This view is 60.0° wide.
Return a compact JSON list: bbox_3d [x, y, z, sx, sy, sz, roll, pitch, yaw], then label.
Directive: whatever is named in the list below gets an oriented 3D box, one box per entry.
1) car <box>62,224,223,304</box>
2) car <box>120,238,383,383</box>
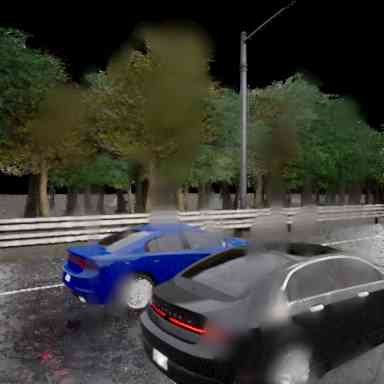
[{"bbox_3d":[-0.359,1.486,7.791,5.008,1.535,1.882,0,0,-35],"label":"car"},{"bbox_3d":[1.638,1.514,4.916,4.892,1.490,1.837,0,0,-35],"label":"car"}]
